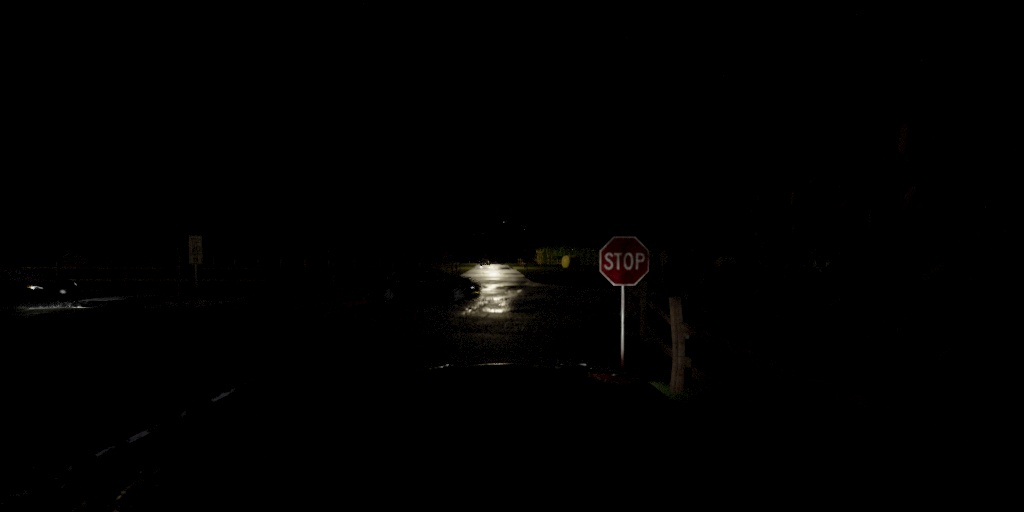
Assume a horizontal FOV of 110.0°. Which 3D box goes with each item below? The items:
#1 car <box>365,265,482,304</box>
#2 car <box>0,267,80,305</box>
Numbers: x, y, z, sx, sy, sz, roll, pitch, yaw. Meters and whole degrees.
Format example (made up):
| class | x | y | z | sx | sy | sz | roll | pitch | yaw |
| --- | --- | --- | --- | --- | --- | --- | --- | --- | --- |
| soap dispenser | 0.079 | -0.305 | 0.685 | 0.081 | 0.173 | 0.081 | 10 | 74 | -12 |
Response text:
| class | x | y | z | sx | sy | sz | roll | pitch | yaw |
| --- | --- | --- | --- | --- | --- | --- | --- | --- | --- |
| car | -3.881 | 1.275 | 15.901 | 4.892 | 1.490 | 1.837 | 0 | 0 | -5 |
| car | -20.870 | 1.174 | 14.680 | 4.674 | 1.442 | 1.812 | 1 | 1 | -3 |
